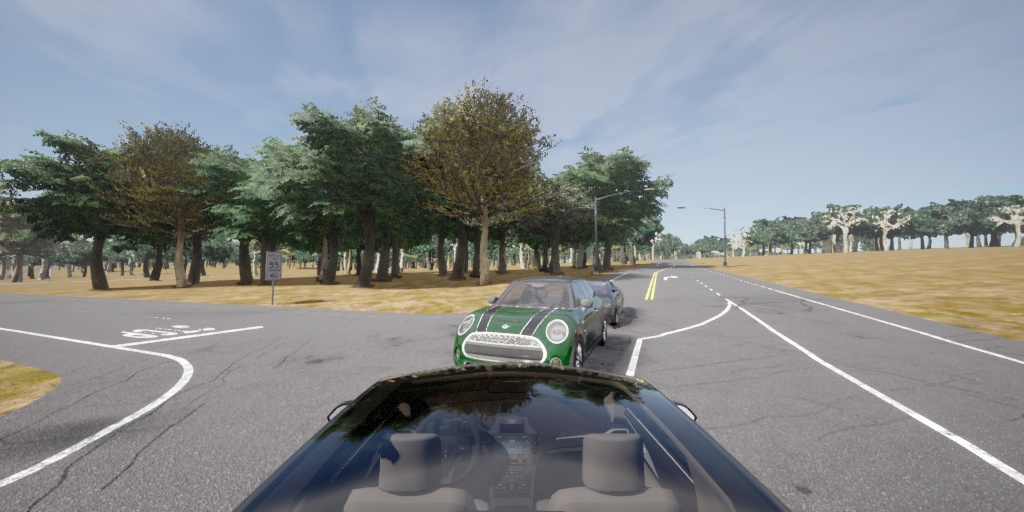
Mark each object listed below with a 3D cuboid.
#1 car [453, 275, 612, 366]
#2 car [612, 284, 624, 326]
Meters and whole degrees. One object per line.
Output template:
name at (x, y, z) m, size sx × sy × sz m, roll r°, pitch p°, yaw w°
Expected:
car at (0.668, 1.223, 7.505) m, size 2.097 × 1.767 × 4.553 m, roll -1°, pitch -2°, yaw 22°
car at (2.885, 1.555, 12.941) m, size 1.994 × 1.385 × 4.181 m, roll -2°, pitch 0°, yaw 22°
